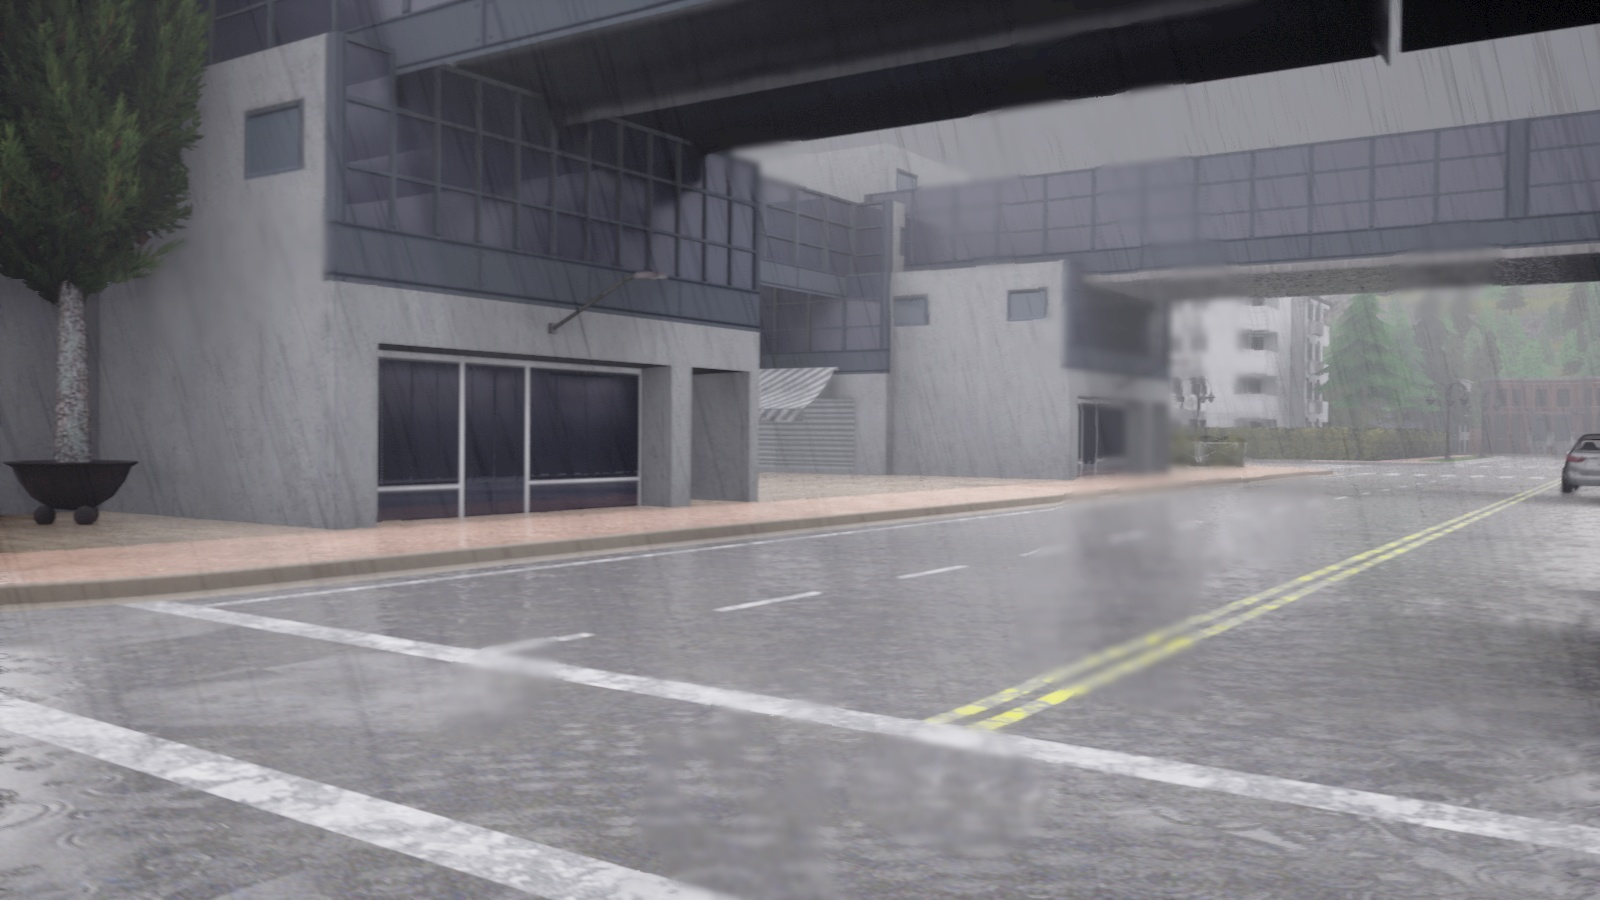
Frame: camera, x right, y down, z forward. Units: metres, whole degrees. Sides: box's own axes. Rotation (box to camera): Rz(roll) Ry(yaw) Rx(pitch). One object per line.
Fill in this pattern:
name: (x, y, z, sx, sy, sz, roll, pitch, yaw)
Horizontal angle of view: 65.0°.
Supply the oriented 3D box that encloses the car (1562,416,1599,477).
car: (23.289, -0.126, 35.973, 2.242, 1.667, 4.611, 0, 1, 34)
